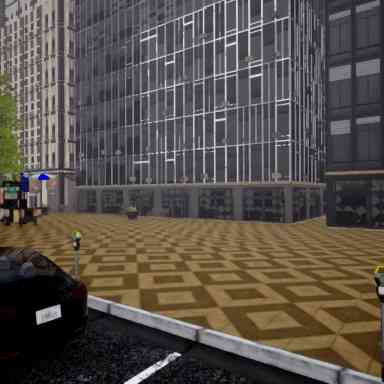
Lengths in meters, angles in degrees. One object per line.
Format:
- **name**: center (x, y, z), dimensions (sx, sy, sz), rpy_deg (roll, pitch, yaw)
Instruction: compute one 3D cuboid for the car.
- **car**: center (-3.482, 1.566, 5.371), dimensions (4.313, 1.339, 1.947), rpy_deg (0, 0, 36)
